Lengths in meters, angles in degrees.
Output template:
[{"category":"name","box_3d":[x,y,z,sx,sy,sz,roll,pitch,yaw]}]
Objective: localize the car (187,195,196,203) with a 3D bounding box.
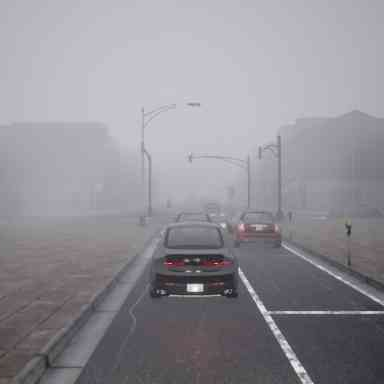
[{"category":"car","box_3d":[-0.191,1.676,82.617,2.150,2.045,5.566,0,-1,0]}]

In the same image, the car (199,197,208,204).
[{"category":"car","box_3d":[2.482,1.893,74.456,1.752,1.417,4.829,1,-1,0]}]

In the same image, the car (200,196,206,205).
[{"category":"car","box_3d":[2.545,1.705,47.099,1.947,1.339,4.313,1,0,0]}]

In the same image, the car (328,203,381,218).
[{"category":"car","box_3d":[14.495,1.631,29.771,4.181,1.385,1.994,0,-2,0]}]

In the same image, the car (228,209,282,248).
[{"category":"car","box_3d":[2.626,1.457,14.916,1.967,1.590,4.097,2,0,0]}]

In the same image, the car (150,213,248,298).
[{"category":"car","box_3d":[0.020,1.512,8.519,1.837,1.490,4.892,0,0,-1]}]

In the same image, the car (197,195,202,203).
[{"category":"car","box_3d":[2.507,1.830,63.411,1.947,1.339,4.313,1,-1,0]}]

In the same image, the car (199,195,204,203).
[{"category":"car","box_3d":[2.534,1.703,52.706,1.752,1.417,4.829,1,0,0]}]

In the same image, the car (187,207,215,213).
[{"category":"car","box_3d":[0.056,1.620,15.995,1.895,1.301,4.718,0,0,0]}]

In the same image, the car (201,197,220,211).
[{"category":"car","box_3d":[2.559,1.673,41.662,1.947,1.339,4.313,1,0,0]}]

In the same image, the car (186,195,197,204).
[{"category":"car","box_3d":[-0.153,1.570,72.208,2.150,2.045,5.566,0,-1,0]}]

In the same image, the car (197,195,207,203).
[{"category":"car","box_3d":[2.474,1.736,79.727,2.192,1.841,5.009,1,-1,0]}]
